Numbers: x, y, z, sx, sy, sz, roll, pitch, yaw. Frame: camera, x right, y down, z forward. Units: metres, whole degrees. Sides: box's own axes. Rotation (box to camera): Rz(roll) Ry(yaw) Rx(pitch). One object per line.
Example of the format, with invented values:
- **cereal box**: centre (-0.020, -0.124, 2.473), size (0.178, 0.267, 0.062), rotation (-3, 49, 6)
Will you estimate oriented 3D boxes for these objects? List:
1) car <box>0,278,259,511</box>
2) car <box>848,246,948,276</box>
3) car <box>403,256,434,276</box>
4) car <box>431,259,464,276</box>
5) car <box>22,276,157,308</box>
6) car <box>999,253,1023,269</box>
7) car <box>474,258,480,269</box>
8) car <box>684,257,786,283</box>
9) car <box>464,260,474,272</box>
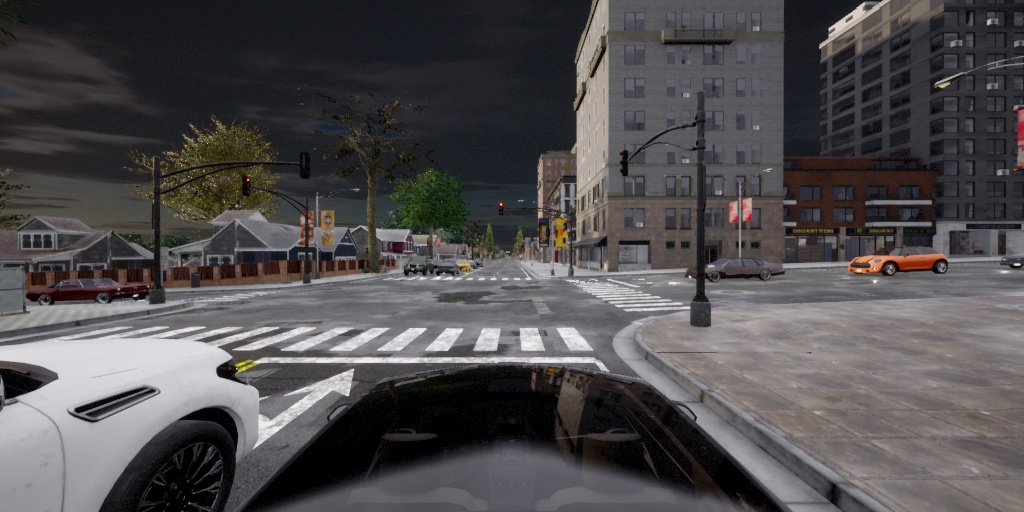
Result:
- **car**: centre (-3.146, 0.972, 0.545), size (2.150, 2.045, 5.566), rotation (0, 0, 0)
- **car**: centre (23.427, 0.218, 21.911), size (4.553, 1.767, 2.097), rotation (-2, 0, 0)
- **car**: centre (-9.875, 0.992, 38.458), size (2.150, 2.045, 5.566), rotation (0, 0, 0)
- **car**: centre (-6.629, 1.316, 37.556), size (2.033, 1.411, 5.357), rotation (0, 0, 0)
- **car**: centre (-21.638, 1.807, 18.524), size (4.718, 1.301, 1.895), rotation (-2, 0, 0)
- **car**: centre (33.567, 0.038, 21.943), size (5.357, 1.411, 2.033), rotation (-2, 0, 0)
- **car**: centre (-6.640, 1.334, 57.016), size (1.812, 1.442, 4.674), rotation (0, 0, 0)
- **car**: centre (13.507, 0.793, 21.879), size (5.357, 1.411, 2.033), rotation (-2, 0, 0)
- **car**: centre (-6.637, 1.262, 47.651), size (1.882, 1.535, 5.008), rotation (0, 0, 0)
